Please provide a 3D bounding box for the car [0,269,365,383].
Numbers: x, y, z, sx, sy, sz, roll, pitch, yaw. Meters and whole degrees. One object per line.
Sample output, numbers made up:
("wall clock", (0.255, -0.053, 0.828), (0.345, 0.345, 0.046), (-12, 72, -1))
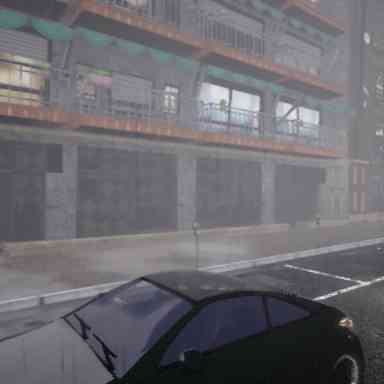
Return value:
("car", (-0.173, 1.564, 3.247), (4.181, 1.385, 1.994), (0, 0, -36))
